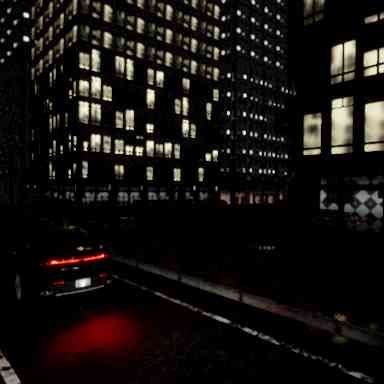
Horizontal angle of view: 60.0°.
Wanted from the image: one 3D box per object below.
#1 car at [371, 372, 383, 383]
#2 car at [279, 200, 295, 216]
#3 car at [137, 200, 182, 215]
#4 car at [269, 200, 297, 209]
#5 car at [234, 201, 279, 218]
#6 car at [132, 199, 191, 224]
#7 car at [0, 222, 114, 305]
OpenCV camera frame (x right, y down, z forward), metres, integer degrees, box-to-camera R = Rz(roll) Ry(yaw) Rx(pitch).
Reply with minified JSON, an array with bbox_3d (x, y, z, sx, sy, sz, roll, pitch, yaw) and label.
[{"bbox_3d":[2.789,1.352,0.868,2.097,1.767,4.553,0,0,-41],"label":"car"},{"bbox_3d":[10.632,1.935,37.433,4.206,1.307,1.802,1,0,-40],"label":"car"},{"bbox_3d":[-3.533,1.646,36.573,4.829,1.417,1.752,1,0,-40],"label":"car"},{"bbox_3d":[13.959,1.879,51.076,4.313,1.339,1.947,1,0,-40],"label":"car"},{"bbox_3d":[6.422,1.831,33.940,4.829,1.417,1.752,1,0,-40],"label":"car"},{"bbox_3d":[-2.390,1.523,26.632,5.009,1.841,2.192,1,0,-40],"label":"car"},{"bbox_3d":[-3.676,1.500,8.249,1.837,1.490,4.892,0,0,-41],"label":"car"}]
